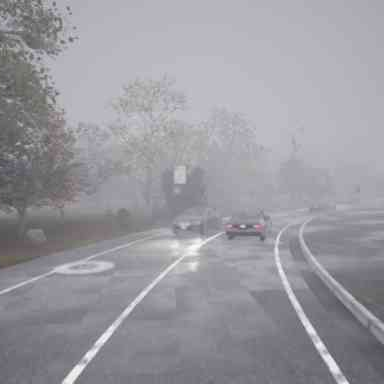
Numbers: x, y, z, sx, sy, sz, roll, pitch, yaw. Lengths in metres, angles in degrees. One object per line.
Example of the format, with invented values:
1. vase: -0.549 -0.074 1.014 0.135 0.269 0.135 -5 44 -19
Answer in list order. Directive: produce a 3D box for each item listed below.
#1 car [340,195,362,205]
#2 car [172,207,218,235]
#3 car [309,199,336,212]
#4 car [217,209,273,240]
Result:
1. car: 25.626 1.205 53.714 4.902 1.511 2.128 -3 -2 -41
2. car: 0.389 1.636 19.882 2.128 1.511 4.902 -1 -1 20
3. car: 15.210 1.560 38.675 1.994 1.385 4.181 -4 -2 40
4. car: 3.082 1.606 17.351 2.033 1.411 5.357 -1 -1 18
